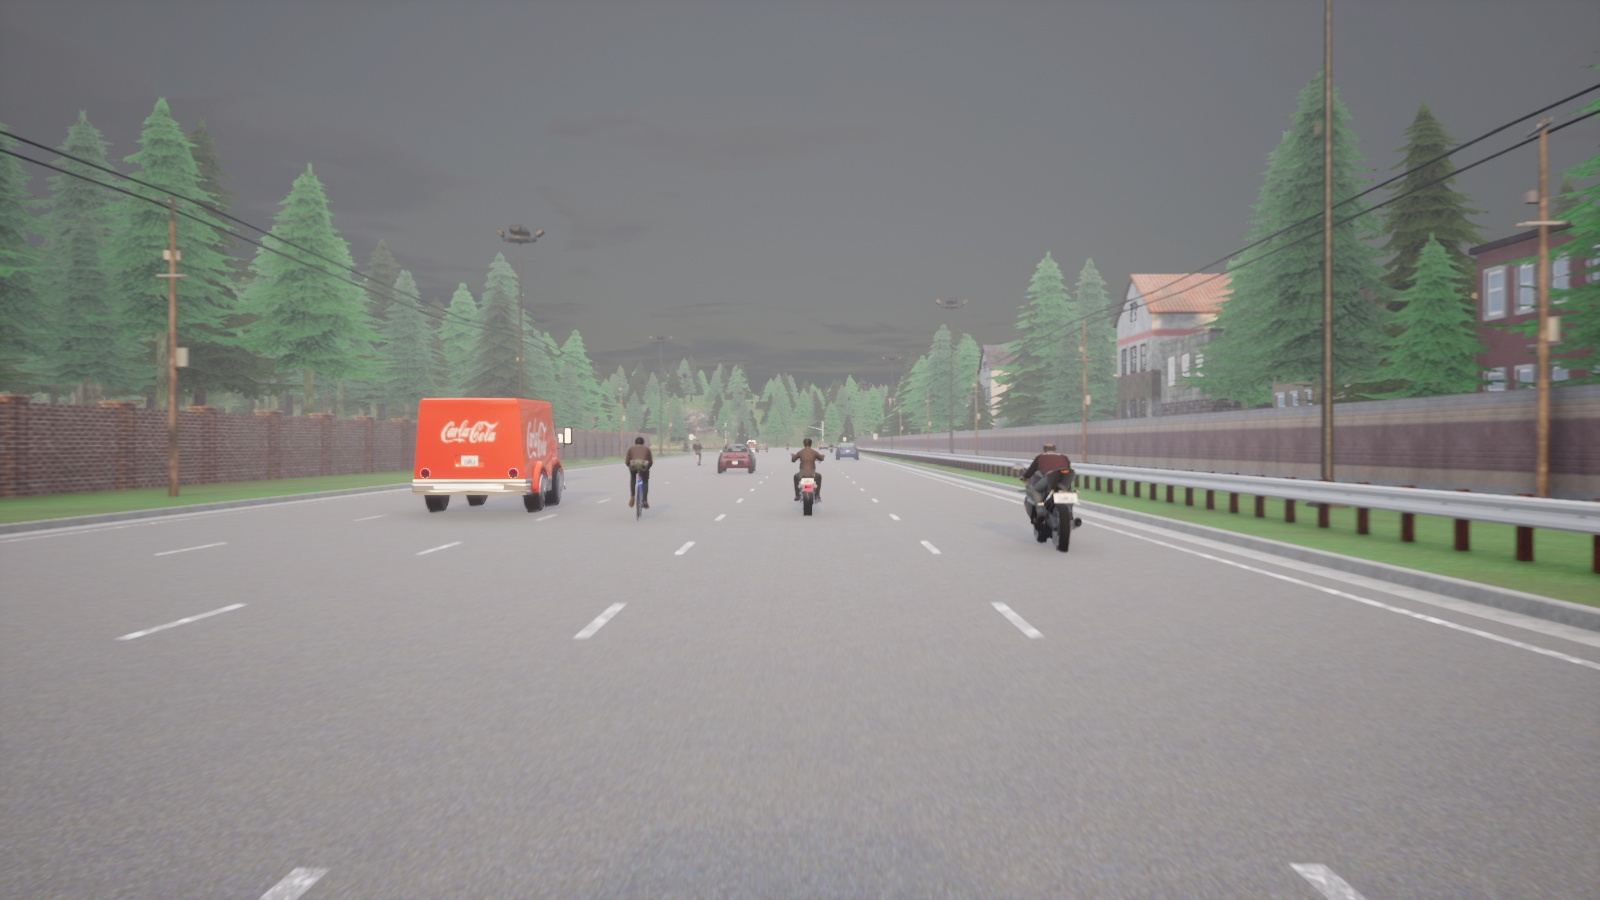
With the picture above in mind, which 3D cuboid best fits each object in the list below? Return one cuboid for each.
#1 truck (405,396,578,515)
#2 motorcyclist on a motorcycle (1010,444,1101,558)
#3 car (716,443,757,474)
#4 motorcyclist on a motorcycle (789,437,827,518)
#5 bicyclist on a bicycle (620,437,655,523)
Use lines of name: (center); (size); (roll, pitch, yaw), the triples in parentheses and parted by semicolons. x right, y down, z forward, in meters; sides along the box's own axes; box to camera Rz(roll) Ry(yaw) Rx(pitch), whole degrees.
truck: (-6.828, 0.095, 28.532); (2.627, 2.467, 5.204); (0, 0, 0)
motorcyclist on a motorcycle: (3.615, 0.684, 17.987); (0.866, 1.530, 2.191); (0, 0, 0)
car: (-3.142, 0.409, 62.545); (1.816, 1.474, 4.193); (0, 0, 0)
motorcyclist on a motorcycle: (0.162, 0.548, 26.601); (0.766, 1.649, 2.350); (0, 1, 0)
bicyclist on a bicycle: (-3.149, 0.561, 24.363); (0.582, 1.620, 1.656); (0, 0, -5)
